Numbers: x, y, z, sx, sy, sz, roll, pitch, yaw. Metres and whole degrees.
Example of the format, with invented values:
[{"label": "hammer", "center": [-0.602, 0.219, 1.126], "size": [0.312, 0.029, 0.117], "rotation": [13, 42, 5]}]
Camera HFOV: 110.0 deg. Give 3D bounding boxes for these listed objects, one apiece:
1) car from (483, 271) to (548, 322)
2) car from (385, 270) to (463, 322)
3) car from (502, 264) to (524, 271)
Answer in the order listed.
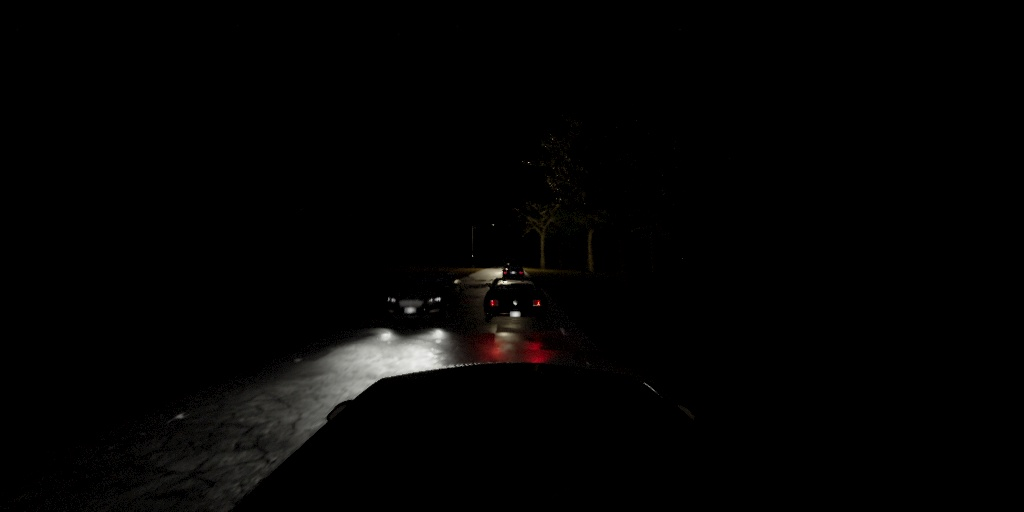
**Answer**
[{"label": "car", "center": [0.098, 1.368, 12.413], "size": [1.895, 1.301, 4.718], "rotation": [0, 0, 0]}, {"label": "car", "center": [-2.853, 1.259, 12.492], "size": [2.128, 1.511, 4.902], "rotation": [0, 0, 0]}, {"label": "car", "center": [0.095, 1.356, 30.515], "size": [2.033, 1.411, 5.357], "rotation": [0, 0, 0]}]
